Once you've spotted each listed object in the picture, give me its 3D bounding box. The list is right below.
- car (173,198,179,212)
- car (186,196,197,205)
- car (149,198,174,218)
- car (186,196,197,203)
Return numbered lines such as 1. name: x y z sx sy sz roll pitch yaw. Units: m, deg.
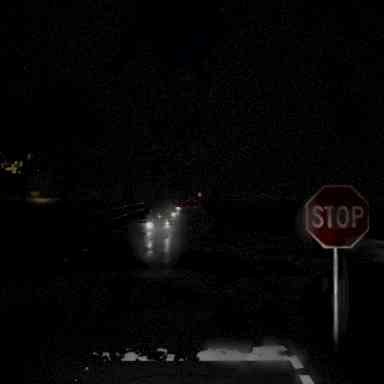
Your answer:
1. car: -2.904 1.554 40.080 1.882 1.535 5.008 0 0 0
2. car: -0.084 1.692 60.547 1.812 1.442 4.674 0 0 0
3. car: -2.867 1.571 30.463 1.812 1.442 4.674 0 0 -1
4. car: -0.099 1.610 70.833 2.128 1.511 4.902 0 0 0
